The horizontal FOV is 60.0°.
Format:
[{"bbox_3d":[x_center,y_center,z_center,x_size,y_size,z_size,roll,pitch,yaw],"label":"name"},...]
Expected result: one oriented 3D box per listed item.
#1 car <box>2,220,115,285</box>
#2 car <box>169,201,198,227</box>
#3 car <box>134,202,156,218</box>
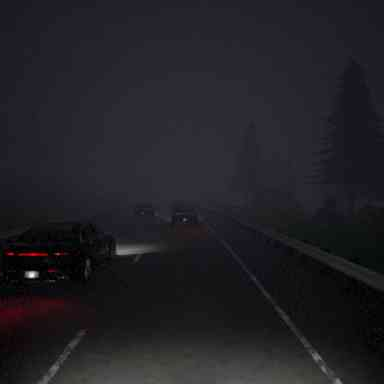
[{"bbox_3d":[-3.553,1.573,9.706,1.837,1.490,4.892,0,0,-1],"label":"car"},{"bbox_3d":[-0.591,1.656,24.263,2.128,1.511,4.902,0,-1,-3],"label":"car"},{"bbox_3d":[-4.590,1.715,32.522,2.128,1.511,4.902,0,0,-4],"label":"car"}]
